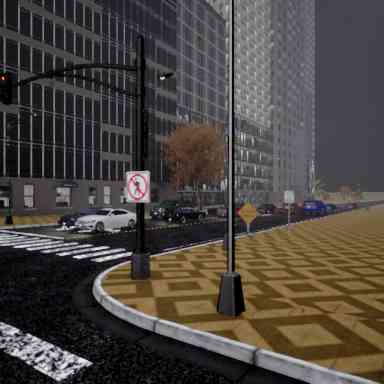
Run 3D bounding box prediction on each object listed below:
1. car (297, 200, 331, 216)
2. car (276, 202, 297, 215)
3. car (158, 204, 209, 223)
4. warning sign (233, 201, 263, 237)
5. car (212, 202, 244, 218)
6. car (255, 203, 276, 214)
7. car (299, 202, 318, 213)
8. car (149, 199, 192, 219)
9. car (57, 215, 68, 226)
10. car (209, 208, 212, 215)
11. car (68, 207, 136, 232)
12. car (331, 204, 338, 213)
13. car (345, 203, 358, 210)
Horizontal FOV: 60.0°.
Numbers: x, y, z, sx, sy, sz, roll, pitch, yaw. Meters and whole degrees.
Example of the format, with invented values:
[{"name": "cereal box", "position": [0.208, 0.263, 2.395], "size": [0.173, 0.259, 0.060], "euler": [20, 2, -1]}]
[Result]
[{"name": "car", "position": [16.198, 2.065, 43.973], "size": [2.150, 2.045, 5.566], "euler": [0, -1, 35]}, {"name": "car", "position": [13.878, 2.205, 46.341], "size": [2.097, 1.767, 4.553], "euler": [0, -1, 33]}, {"name": "car", "position": [-0.664, 2.065, 30.099], "size": [1.895, 1.301, 4.718], "euler": [0, -1, 33]}, {"name": "warning sign", "position": [3.145, 1.454, 18.548], "size": [1.300, 1.860, 1.060], "euler": [1, 1, 33]}, {"name": "car", "position": [4.654, 1.992, 38.315], "size": [2.097, 1.767, 4.553], "euler": [0, -1, 33]}, {"name": "car", "position": [10.537, 2.333, 47.355], "size": [1.837, 1.490, 4.892], "euler": [0, 0, 33]}, {"name": "car", "position": [19.223, 2.506, 54.706], "size": [1.882, 1.535, 5.008], "euler": [0, -1, 33]}, {"name": "car", "position": [-1.964, 1.729, 34.071], "size": [2.150, 2.045, 5.566], "euler": [0, -1, 33]}, {"name": "car", "position": [-7.495, 1.873, 25.514], "size": [2.033, 1.411, 5.357], "euler": [0, -1, 33]}, {"name": "car", "position": [3.719, 2.296, 42.850], "size": [1.895, 1.301, 4.718], "euler": [0, -1, 33]}, {"name": "car", "position": [-5.619, 1.827, 22.462], "size": [1.812, 1.442, 4.674], "euler": [0, -1, 33]}, {"name": "car", "position": [21.953, 2.558, 52.942], "size": [1.812, 1.442, 4.674], "euler": [0, -1, 33]}, {"name": "car", "position": [31.545, 2.837, 65.693], "size": [1.812, 1.442, 4.674], "euler": [0, -1, 33]}]
